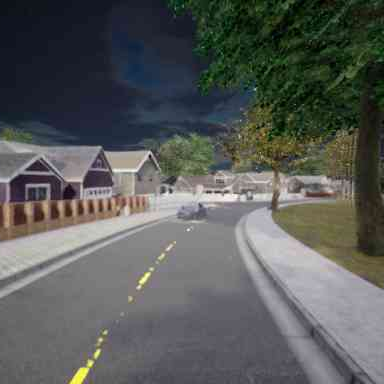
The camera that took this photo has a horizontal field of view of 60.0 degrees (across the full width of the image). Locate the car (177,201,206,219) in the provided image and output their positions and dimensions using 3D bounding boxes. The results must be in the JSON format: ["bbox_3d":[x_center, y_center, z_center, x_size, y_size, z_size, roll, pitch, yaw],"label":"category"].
[{"bbox_3d":[0.041,1.533,29.219,1.812,1.442,4.674,0,0,12],"label":"car"}]
